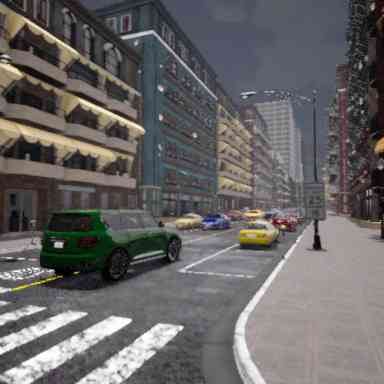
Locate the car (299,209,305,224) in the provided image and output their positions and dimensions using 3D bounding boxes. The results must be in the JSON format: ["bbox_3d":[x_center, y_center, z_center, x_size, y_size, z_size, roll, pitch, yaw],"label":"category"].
[{"bbox_3d":[11.770,3.022,38.638,1.802,1.307,4.206,0,-2,22],"label":"car"}]

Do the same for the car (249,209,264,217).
[{"bbox_3d":[12.070,3.916,62.264,1.887,1.381,4.507,0,-2,22],"label":"car"}]

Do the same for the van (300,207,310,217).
[{"bbox_3d":[21.920,3.784,64.404,1.690,1.788,3.998,0,-2,22],"label":"van"}]

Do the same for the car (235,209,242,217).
[{"bbox_3d":[5.982,3.314,46.809,1.887,1.381,4.507,0,-2,22],"label":"car"}]

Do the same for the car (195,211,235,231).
[{"bbox_3d":[2.161,2.636,30.065,1.812,1.442,4.674,-1,-2,22],"label":"car"}]

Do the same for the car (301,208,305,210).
[{"bbox_3d":[13.799,3.207,43.790,1.947,1.339,4.313,0,-2,22],"label":"car"}]

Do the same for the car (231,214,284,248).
[{"bbox_3d":[3.715,2.160,18.192,1.752,1.417,4.829,0,-2,22],"label":"car"}]

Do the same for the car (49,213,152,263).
[{"bbox_3d":[-3.828,1.862,14.880,2.097,1.767,4.553,-1,-2,21],"label":"car"}]

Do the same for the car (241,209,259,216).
[{"bbox_3d":[8.690,3.265,46.382,1.882,1.535,5.008,-1,-2,21],"label":"car"}]

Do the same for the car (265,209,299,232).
[{"bbox_3d":[7.713,2.476,28.339,1.967,1.590,4.097,0,-2,22],"label":"car"}]

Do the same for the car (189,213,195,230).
[{"bbox_3d":[-0.168,2.683,31.197,1.752,1.417,4.829,0,-2,22],"label":"car"}]

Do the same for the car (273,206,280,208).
[{"bbox_3d":[20.187,4.722,82.871,2.008,1.369,4.403,0,-2,22],"label":"car"}]

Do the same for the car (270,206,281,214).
[{"bbox_3d":[22.220,4.685,88.030,2.192,1.841,5.009,0,-2,22],"label":"car"}]

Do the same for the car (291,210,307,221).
[{"bbox_3d":[15.828,3.408,48.941,1.947,1.339,4.313,0,-2,22],"label":"car"}]

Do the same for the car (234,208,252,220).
[{"bbox_3d":[8.013,3.411,51.964,1.967,1.590,4.097,0,-2,22],"label":"car"}]

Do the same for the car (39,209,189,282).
[{"bbox_3d":[-2.392,1.585,11.231,2.150,2.045,5.566,-2,-3,25],"label":"car"}]

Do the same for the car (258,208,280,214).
[{"bbox_3d":[10.084,3.044,41.463,2.128,1.511,4.902,-1,-3,21],"label":"car"}]

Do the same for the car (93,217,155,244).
[{"bbox_3d":[-4.165,2.339,21.049,1.802,1.307,4.206,0,-2,22],"label":"car"}]
